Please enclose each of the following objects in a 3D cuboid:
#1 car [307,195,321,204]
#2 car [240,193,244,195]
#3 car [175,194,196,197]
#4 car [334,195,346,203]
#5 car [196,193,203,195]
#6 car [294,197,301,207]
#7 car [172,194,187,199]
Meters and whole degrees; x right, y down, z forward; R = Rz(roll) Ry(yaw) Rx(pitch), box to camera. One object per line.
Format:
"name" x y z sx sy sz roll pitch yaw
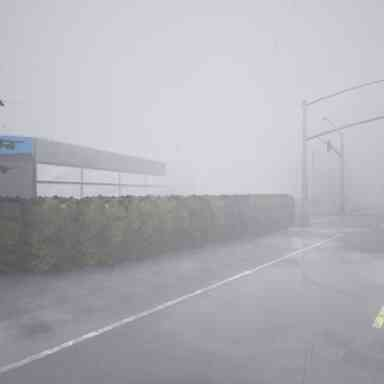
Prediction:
"car" 22.179 1.384 61.143 1.970 1.475 3.806 0 0 38
"car" 12.034 1.077 78.193 1.905 1.878 3.866 0 0 38
"car" -1.875 1.298 66.108 2.007 1.523 4.514 0 0 38
"car" 29.106 1.374 65.139 1.845 1.501 3.633 0 0 38
"car" 1.971 1.154 86.094 2.152 1.636 5.027 0 0 38
"car" 13.036 1.340 44.656 2.007 1.523 4.514 0 0 38
"car" -3.277 1.232 89.803 1.970 1.475 3.806 0 0 38
